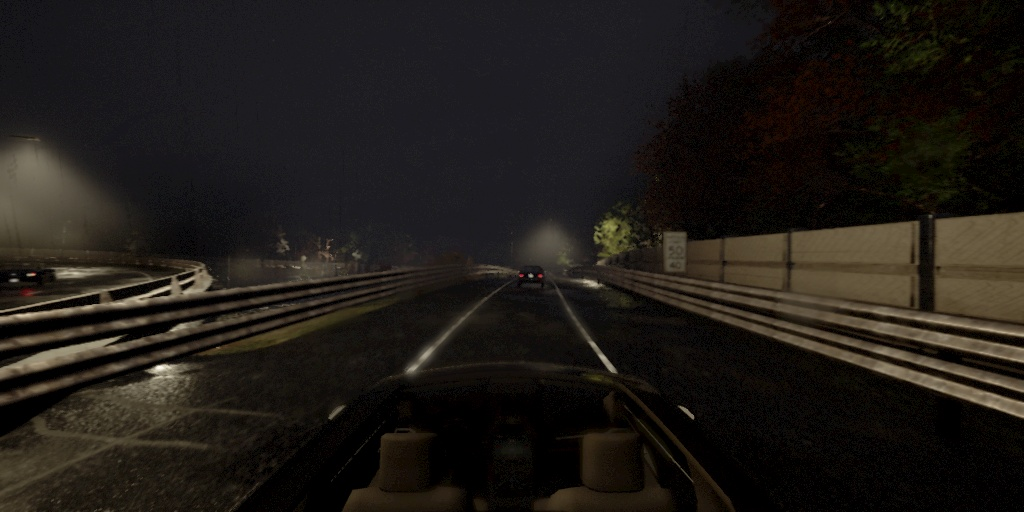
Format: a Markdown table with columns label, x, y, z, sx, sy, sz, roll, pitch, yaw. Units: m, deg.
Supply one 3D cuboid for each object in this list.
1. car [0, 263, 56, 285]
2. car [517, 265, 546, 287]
| label | x | y | z | sx | sy | sz | roll | pitch | yaw |
| --- | --- | --- | --- | --- | --- | --- | --- | --- | --- |
| car | -29.184 | 1.055 | 21.506 | 1.895 | 1.301 | 4.718 | 0 | 0 | -44 |
| car | 1.383 | 1.338 | 25.161 | 2.033 | 1.411 | 5.357 | 1 | -1 | 5 |
